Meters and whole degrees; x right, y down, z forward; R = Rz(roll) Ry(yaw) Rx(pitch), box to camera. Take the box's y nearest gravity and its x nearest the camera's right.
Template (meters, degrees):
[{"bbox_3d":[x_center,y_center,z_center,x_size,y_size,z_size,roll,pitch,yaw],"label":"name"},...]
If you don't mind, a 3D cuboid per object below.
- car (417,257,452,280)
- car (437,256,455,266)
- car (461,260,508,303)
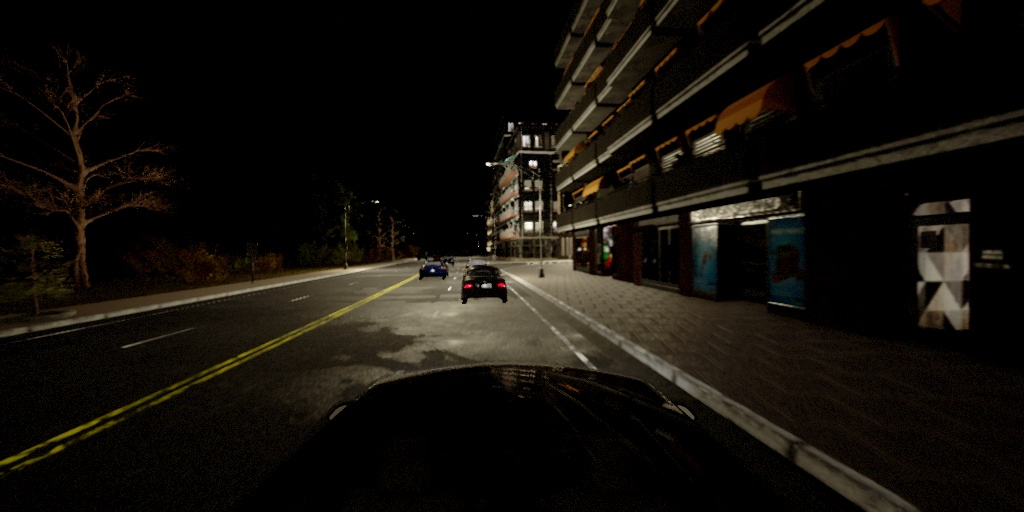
[{"bbox_3d":[-5.869,0.994,27.335,1.994,1.385,4.181,-1,1,-7],"label":"car"},{"bbox_3d":[-9.016,0.665,50.754,2.033,1.411,5.357,-1,1,-8],"label":"car"},{"bbox_3d":[-1.231,1.095,15.510,2.033,1.411,5.357,-1,1,-6],"label":"car"}]
